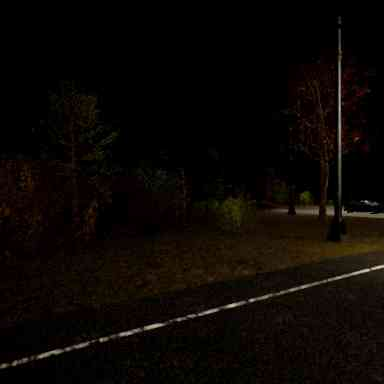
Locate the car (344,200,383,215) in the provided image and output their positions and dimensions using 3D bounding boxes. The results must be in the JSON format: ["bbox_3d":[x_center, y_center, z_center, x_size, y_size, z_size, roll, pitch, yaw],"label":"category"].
[{"bbox_3d":[19.334,1.687,36.833,2.128,1.511,4.902,-2,0,-31],"label":"car"}]

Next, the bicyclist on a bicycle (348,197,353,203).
[{"bbox_3d":[22.256,1.545,46.806,1.656,1.620,0.582,0,0,-31],"label":"bicyclist on a bicycle"}]

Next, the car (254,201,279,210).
[{"bbox_3d":[10.994,1.993,50.909,1.895,1.301,4.718,-2,0,-31],"label":"car"}]
